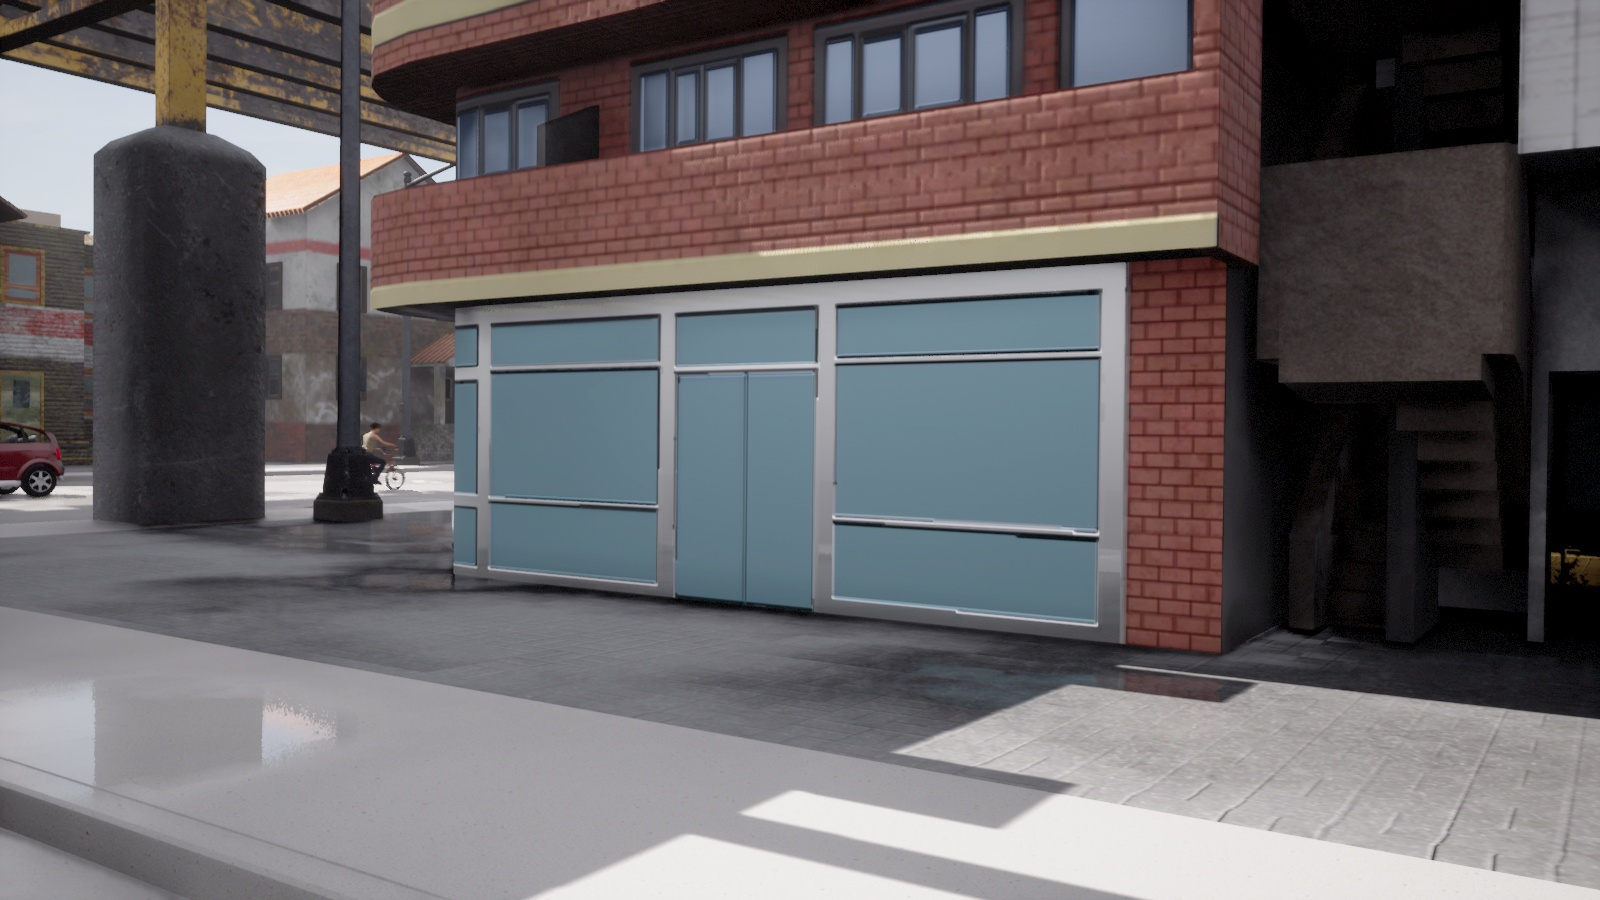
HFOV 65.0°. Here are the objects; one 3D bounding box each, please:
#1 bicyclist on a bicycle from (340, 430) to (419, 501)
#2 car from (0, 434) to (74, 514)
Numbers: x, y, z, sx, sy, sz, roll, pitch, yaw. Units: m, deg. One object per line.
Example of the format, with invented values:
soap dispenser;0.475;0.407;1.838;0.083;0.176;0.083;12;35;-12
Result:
bicyclist on a bicycle;-9.800;0.339;29.286;0.866;1.612;1.509;0;1;34
car;-16.829;0.496;24.980;1.789;1.549;3.705;0;2;33
